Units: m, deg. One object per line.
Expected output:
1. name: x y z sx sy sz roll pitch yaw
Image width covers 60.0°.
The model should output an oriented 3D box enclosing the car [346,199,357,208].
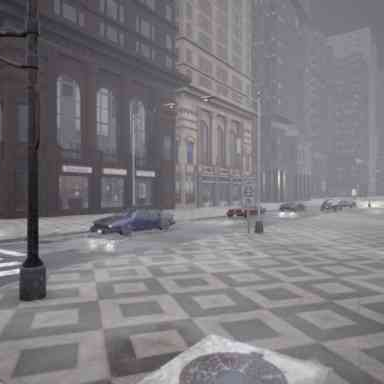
1. car: 23.736 1.702 50.766 2.033 1.411 5.357 0 0 36

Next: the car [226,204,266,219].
1. car: 4.922 1.687 29.981 1.895 1.301 4.718 0 0 36

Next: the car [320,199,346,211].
1. car: 17.832 1.655 42.523 1.812 1.442 4.674 0 0 36

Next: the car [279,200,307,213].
1. car: 12.244 1.668 40.141 2.033 1.411 5.357 0 0 36

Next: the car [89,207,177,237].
1. car: -3.082 1.593 18.802 2.033 1.411 5.357 0 0 36
